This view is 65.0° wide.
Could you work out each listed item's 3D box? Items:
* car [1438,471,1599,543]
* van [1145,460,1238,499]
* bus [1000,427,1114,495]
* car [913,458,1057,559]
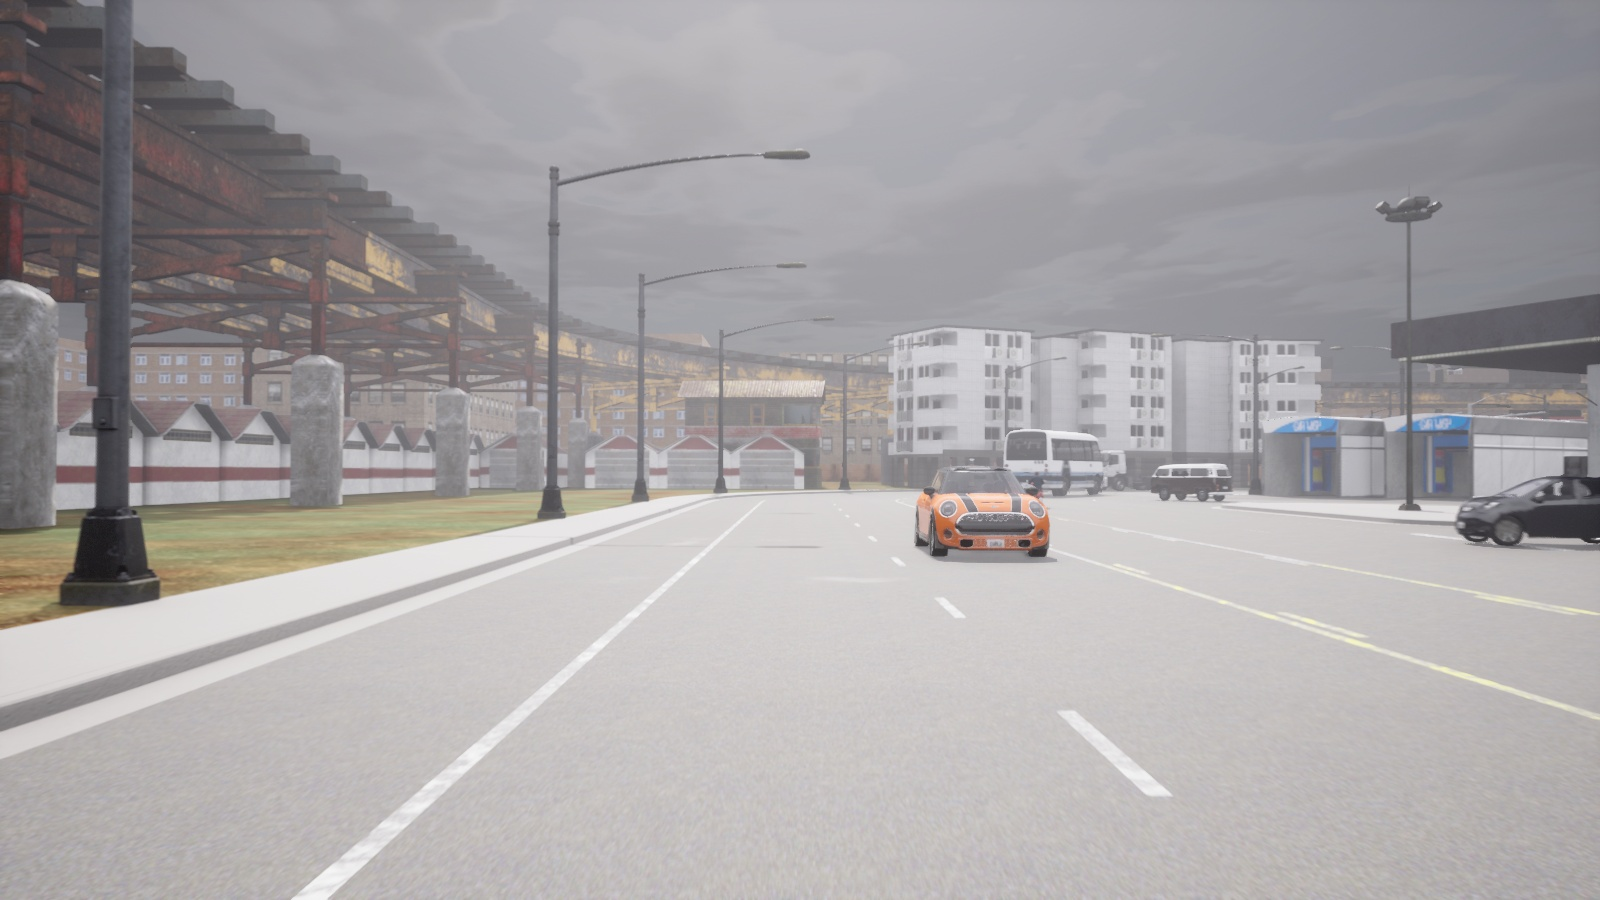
[{"bbox_3d":[16.221,1.223,27.443,3.633,1.501,1.845,0,-1,5],"label":"car"},{"bbox_3d":[21.486,1.609,69.092,2.069,2.038,4.480,1,-1,-37],"label":"van"},{"bbox_3d":[17.378,0.777,84.165,3.944,4.253,10.273,-1,-1,33],"label":"bus"},{"bbox_3d":[3.446,1.066,24.283,2.097,1.767,4.553,0,-1,0],"label":"car"}]
